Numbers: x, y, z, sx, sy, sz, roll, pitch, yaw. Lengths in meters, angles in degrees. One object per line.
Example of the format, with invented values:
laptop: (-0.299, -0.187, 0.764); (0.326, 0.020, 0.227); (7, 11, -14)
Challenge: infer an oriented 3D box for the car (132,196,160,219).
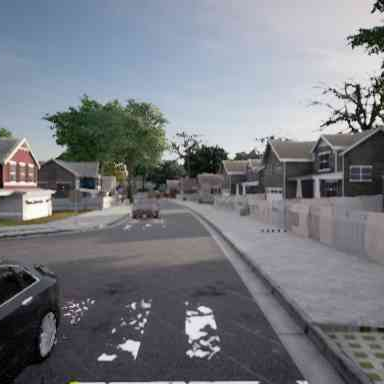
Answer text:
car: (-3.829, 1.288, 28.099); (2.097, 1.767, 4.553); (0, 0, -4)

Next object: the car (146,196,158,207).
car: (-6.349, 1.480, 52.907); (1.837, 1.490, 4.892); (0, 0, -7)

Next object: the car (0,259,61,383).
car: (-2.794, 1.511, 3.001); (1.837, 1.490, 4.892); (0, 0, -1)
